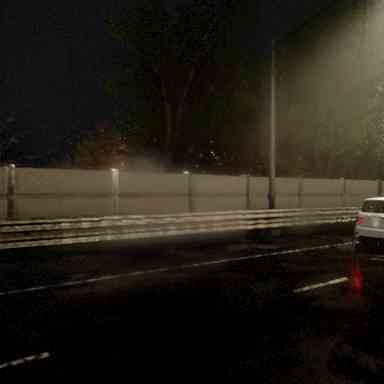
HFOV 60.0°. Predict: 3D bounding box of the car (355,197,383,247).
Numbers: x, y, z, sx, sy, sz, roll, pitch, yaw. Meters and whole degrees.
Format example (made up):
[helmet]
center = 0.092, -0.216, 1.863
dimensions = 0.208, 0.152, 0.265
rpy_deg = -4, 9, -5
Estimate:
[car]
center = 9.168, 1.243, 13.859
dimensions = 5.566, 2.045, 2.150
rpy_deg = 0, 0, -32
